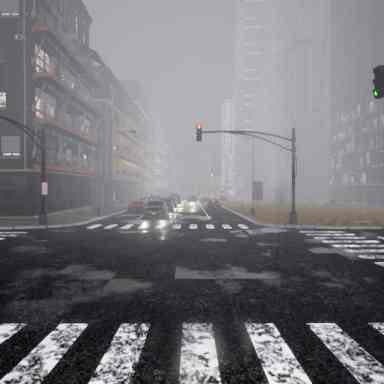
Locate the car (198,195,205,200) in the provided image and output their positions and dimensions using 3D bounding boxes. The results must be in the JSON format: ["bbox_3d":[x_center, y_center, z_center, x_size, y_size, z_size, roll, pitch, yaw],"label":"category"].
[{"bbox_3d":[2.568,1.534,92.087,1.752,1.417,4.829,-1,0,0],"label":"car"}]

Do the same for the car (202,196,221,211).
[{"bbox_3d":[2.612,1.540,41.076,1.887,1.381,4.507,-1,0,0],"label":"car"}]

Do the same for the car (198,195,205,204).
[{"bbox_3d":[2.593,1.550,63.672,2.008,1.369,4.403,-1,0,0],"label":"car"}]

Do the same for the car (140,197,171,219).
[{"bbox_3d":[-3.124,1.500,29.334,1.837,1.490,4.892,0,0,0],"label":"car"}]

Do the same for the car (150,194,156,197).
[{"bbox_3d":[-5.737,1.436,41.012,1.967,1.590,4.097,-1,0,0],"label":"car"}]

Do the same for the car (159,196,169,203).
[{"bbox_3d":[-5.759,1.583,69.257,1.802,1.307,4.206,-1,0,0],"label":"car"}]

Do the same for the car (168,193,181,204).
[{"bbox_3d":[-3.089,1.220,59.321,2.150,2.045,5.566,0,0,1],"label":"car"}]

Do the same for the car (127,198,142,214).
[{"bbox_3d":[-5.730,1.540,35.363,1.887,1.381,4.507,-1,0,0],"label":"car"}]

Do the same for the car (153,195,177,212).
[{"bbox_3d":[-3.128,1.473,38.881,1.882,1.535,5.008,0,0,0],"label":"car"}]

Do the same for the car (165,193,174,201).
[{"bbox_3d":[-5.777,1.321,86.203,2.192,1.841,5.009,-1,0,0],"label":"car"}]

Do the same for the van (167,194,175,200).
[{"bbox_3d":[-5.781,1.350,91.851,1.690,1.788,3.998,-1,0,0],"label":"van"}]

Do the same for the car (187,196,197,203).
[{"bbox_3d":[0.043,1.479,69.792,1.882,1.535,5.008,0,0,0],"label":"car"}]

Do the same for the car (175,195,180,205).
[{"bbox_3d":[-3.130,1.522,48.764,1.812,1.442,4.674,0,0,0],"label":"car"}]

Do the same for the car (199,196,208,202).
[{"bbox_3d":[2.583,1.547,74.970,1.887,1.381,4.507,-1,0,0],"label":"car"}]
